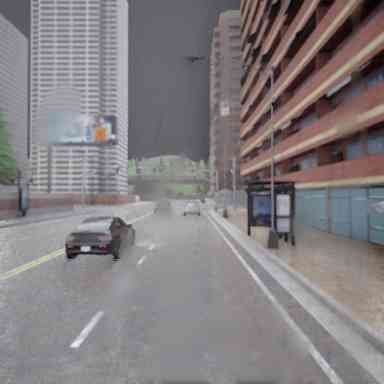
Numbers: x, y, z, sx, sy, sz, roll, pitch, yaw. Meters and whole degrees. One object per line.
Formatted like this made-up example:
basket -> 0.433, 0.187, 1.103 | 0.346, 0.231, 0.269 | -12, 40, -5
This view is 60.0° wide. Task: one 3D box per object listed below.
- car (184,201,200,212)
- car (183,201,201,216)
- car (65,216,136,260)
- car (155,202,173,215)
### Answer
car -> 0.005, 2.042, 47.997 | 2.128, 1.511, 4.902 | 0, -1, 0
car -> -0.002, 1.962, 38.195 | 1.812, 1.442, 4.674 | 0, -1, 0
car -> -3.401, 1.673, 12.947 | 1.812, 1.442, 4.674 | 0, -1, 0
car -> -3.403, 1.952, 40.108 | 2.128, 1.511, 4.902 | 0, -1, 0
